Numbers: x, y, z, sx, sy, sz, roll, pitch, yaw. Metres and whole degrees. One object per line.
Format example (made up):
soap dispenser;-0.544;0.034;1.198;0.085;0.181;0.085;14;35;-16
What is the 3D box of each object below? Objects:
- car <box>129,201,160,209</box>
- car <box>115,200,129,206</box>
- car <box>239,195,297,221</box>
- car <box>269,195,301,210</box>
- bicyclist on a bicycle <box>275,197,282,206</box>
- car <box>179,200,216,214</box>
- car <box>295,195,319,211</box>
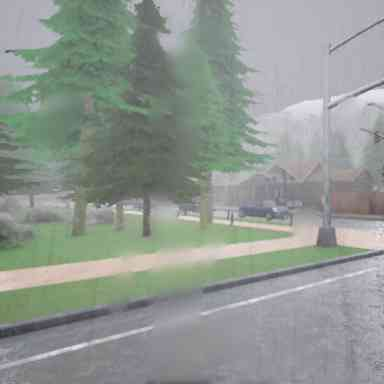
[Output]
car;-6.104;1.559;44.620;1.837;1.490;4.892;0;0;-37
car;-11.291;1.664;56.709;1.895;1.301;4.718;0;0;-42
car;6.125;1.408;28.305;2.097;1.767;4.553;0;0;-37
car;11.739;1.272;41.764;3.866;1.878;1.905;0;0;-37
bicyclist on a bicycle;9.396;1.361;36.445;1.656;1.620;0.582;0;0;-37
car;0.557;1.547;35.765;2.128;1.511;4.902;0;0;-37
car;13.558;1.272;39.985;4.605;1.855;1.932;0;0;-37
